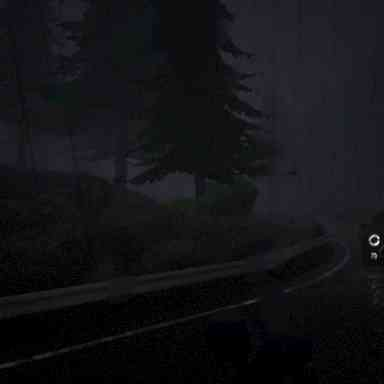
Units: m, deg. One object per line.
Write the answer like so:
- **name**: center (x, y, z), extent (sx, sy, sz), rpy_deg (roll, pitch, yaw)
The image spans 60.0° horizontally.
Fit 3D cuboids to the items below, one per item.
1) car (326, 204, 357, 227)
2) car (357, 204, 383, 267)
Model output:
- **car**: center (11.784, 1.647, 24.260), extent (1.837, 1.490, 4.892), rpy_deg (1, -1, -13)
- **car**: center (6.886, 1.425, 11.180), extent (2.097, 1.767, 4.553), rpy_deg (0, 0, 25)
